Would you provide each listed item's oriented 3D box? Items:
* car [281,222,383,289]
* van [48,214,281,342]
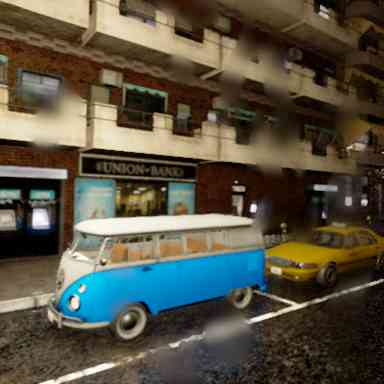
[{"bbox_3d":[3.982,1.562,9.324,4.829,1.417,1.752,0,1,-35],"label":"car"},{"bbox_3d":[-0.401,1.355,6.212,3.998,1.788,1.690,0,1,-35],"label":"van"}]
